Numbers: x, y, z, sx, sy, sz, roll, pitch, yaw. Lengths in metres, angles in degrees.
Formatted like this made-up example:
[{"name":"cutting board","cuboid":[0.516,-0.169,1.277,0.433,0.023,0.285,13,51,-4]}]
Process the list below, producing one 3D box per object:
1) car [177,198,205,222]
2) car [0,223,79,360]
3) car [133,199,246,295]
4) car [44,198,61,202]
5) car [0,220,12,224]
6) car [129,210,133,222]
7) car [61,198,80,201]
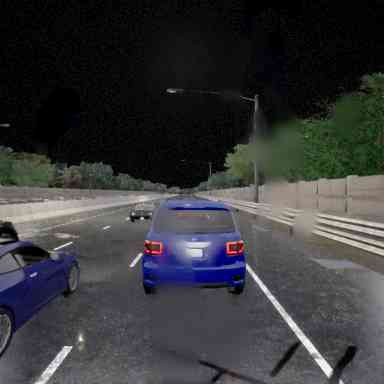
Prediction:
[{"name":"car","cuboid":[-0.136,1.378,27.561,2.097,1.767,4.553,0,0,-1]},{"name":"car","cuboid":[-3.460,1.527,5.691,1.812,1.442,4.674,0,0,-1]},{"name":"car","cuboid":[0.023,1.225,8.854,2.150,2.045,5.566,0,0,0]},{"name":"car","cuboid":[-25.025,1.719,60.115,1.895,1.301,4.718,0,0,0]},{"name":"car","cuboid":[-6.976,1.225,8.944,2.150,2.045,5.566,0,0,-1]},{"name":"car","cuboid":[-3.629,1.624,26.251,1.895,1.301,4.718,0,0,-1]},{"name":"car","cuboid":[-21.526,1.698,60.221,1.994,1.385,4.181,0,0,0]}]
